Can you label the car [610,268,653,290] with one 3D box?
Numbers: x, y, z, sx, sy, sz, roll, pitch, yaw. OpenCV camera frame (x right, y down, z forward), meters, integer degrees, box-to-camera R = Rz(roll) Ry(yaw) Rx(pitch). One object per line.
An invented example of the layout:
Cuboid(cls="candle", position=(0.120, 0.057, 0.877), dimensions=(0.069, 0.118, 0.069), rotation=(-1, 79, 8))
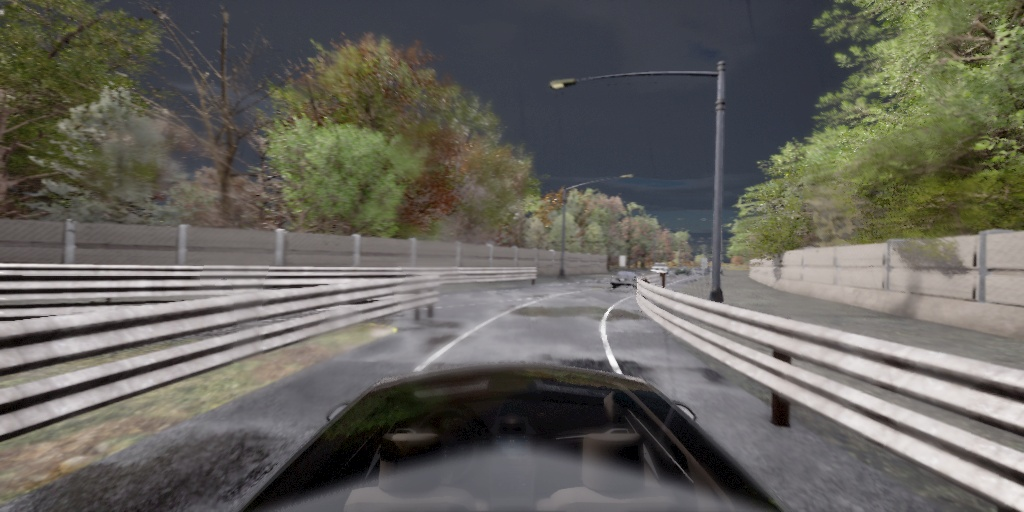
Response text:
Cuboid(cls="car", position=(9.083, 1.786, 27.609), dimensions=(2.033, 1.411, 5.357), rotation=(1, -1, 31))
